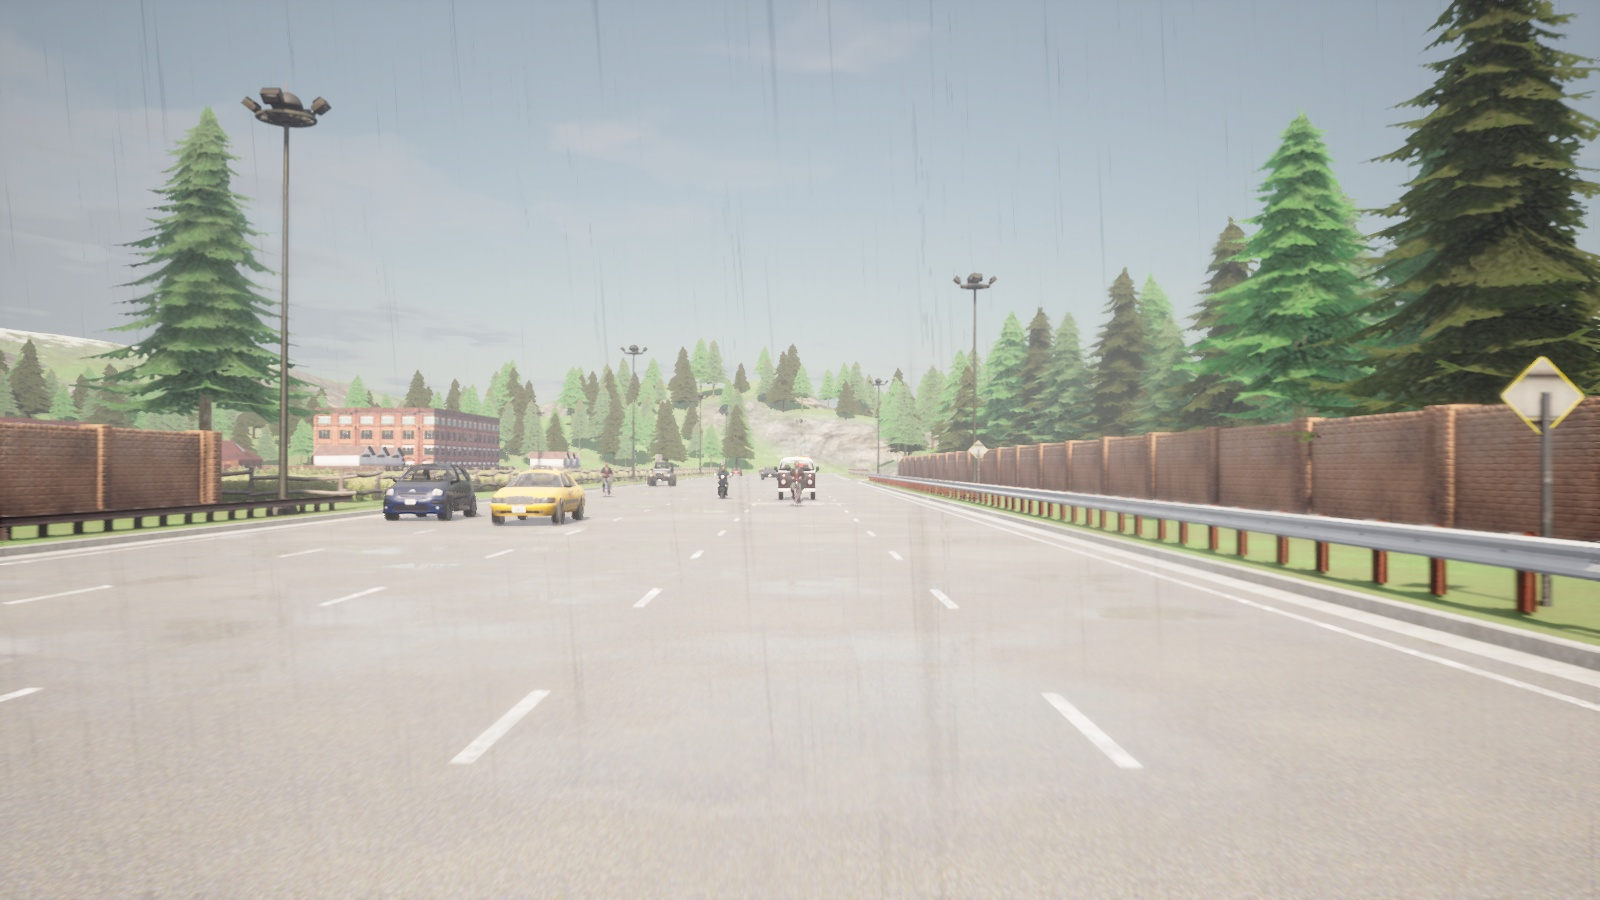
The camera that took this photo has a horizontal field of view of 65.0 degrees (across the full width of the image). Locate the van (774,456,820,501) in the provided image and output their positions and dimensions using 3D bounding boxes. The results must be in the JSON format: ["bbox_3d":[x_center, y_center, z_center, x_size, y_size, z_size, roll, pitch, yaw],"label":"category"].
[{"bbox_3d":[-0.142,1.328,59.371,2.069,2.038,4.480,0,0,0],"label":"van"}]

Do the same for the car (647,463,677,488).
[{"bbox_3d":[-10.594,1.947,96.653,1.905,1.878,3.866,0,-1,0],"label":"car"}]

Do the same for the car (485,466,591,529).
[{"bbox_3d":[-7.082,1.240,34.473,1.801,1.575,5.366,0,-1,0],"label":"car"}]

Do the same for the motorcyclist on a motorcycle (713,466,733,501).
[{"bbox_3d":[-3.641,1.578,59.515,0.866,1.590,1.817,0,-1,0],"label":"motorcyclist on a motorcycle"}]

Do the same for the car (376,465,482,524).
[{"bbox_3d":[-10.586,1.235,36.116,1.851,1.617,3.988,0,-1,0],"label":"car"}]
